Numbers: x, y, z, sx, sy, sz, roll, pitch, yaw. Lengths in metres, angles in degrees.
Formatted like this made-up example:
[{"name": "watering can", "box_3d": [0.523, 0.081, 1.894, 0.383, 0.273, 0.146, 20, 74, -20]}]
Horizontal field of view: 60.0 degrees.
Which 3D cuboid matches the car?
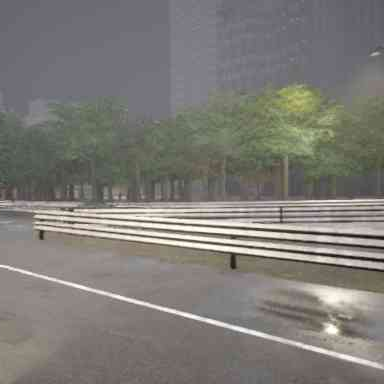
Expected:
[{"name": "car", "box_3d": [-6.869, 1.451, 22.250, 5.008, 1.535, 1.882, 0, 0, 15]}]
